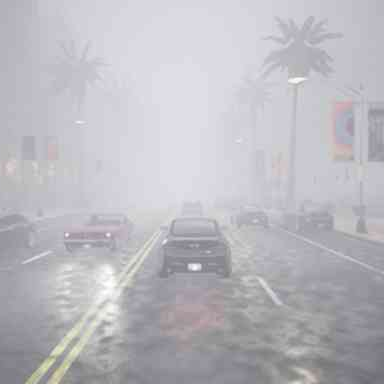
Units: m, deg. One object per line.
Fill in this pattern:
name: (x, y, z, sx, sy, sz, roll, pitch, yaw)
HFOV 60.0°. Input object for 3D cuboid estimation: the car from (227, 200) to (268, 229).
car: (3.557, 1.457, 21.036, 1.812, 1.442, 4.674, 0, 0, 0)

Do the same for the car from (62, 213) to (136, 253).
car: (-3.622, 1.561, 13.694, 1.895, 1.301, 4.718, 0, 0, 0)

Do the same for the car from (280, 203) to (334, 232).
car: (6.548, 1.415, 19.347, 2.231, 1.521, 4.892, 0, 0, 0)

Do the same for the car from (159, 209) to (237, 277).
car: (0.069, 1.473, 10.095, 1.837, 1.490, 4.892, 0, 0, 0)

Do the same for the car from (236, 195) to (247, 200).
car: (6.495, 1.197, 48.722, 2.185, 1.767, 4.553, 0, 0, 0)

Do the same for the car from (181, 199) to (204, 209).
car: (0.038, 1.398, 30.089, 2.128, 1.511, 4.902, 0, 0, 0)

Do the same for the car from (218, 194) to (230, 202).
car: (6.756, 1.288, 70.652, 2.161, 1.482, 4.786, 0, 0, 0)

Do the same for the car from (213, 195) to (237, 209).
car: (3.520, 1.369, 38.440, 2.128, 1.511, 4.902, 0, 0, 0)

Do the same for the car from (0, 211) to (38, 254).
car: (-7.118, 1.474, 11.558, 1.837, 1.490, 4.892, 0, 0, 0)
